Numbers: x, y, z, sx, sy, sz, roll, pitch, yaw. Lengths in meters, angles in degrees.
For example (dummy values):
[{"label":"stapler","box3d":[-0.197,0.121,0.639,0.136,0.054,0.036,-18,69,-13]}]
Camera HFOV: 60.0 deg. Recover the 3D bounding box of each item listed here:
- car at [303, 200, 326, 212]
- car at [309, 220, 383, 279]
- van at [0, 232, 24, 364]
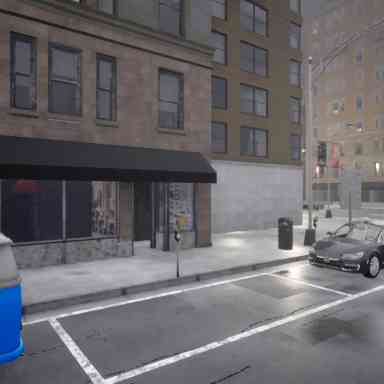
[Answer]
[{"label":"car","box3d":[12.171,1.496,36.706,1.895,1.301,4.718,0,0,-36]},{"label":"car","box3d":[5.304,1.550,9.990,4.403,1.369,2.008,0,0,-36]},{"label":"van","box3d":[-3.906,1.341,3.401,3.998,1.788,1.690,0,0,-36]}]
